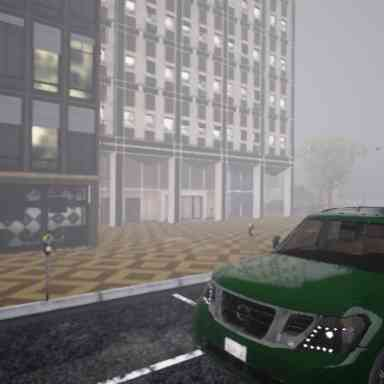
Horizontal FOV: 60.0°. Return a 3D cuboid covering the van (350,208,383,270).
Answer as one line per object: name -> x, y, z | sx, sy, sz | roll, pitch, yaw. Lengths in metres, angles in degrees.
van -> 7.301, 1.468, 11.345 | 3.998, 1.788, 1.690 | 1, 0, -36

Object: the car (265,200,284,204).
car -> 13.301, 2.050, 47.695 | 2.192, 1.841, 5.009 | 0, -1, -36

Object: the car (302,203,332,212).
car -> 19.733, 2.427, 52.565 | 1.802, 1.307, 4.206 | 0, -1, -36

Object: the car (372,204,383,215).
car -> 26.283, 2.296, 43.624 | 1.802, 1.307, 4.206 | 0, -1, -36

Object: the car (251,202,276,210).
car -> 13.139, 2.526, 61.472 | 2.008, 1.369, 4.403 | 0, -1, -36

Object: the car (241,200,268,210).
car -> 11.187, 2.290, 59.826 | 2.097, 1.767, 4.553 | 1, -1, -36

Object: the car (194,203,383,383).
car -> 2.691, 1.272, 4.993 | 5.566, 2.045, 2.150 | 1, 0, -36

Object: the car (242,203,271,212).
car -> 10.077, 2.368, 52.205 | 1.947, 1.339, 4.313 | 0, -1, -36
